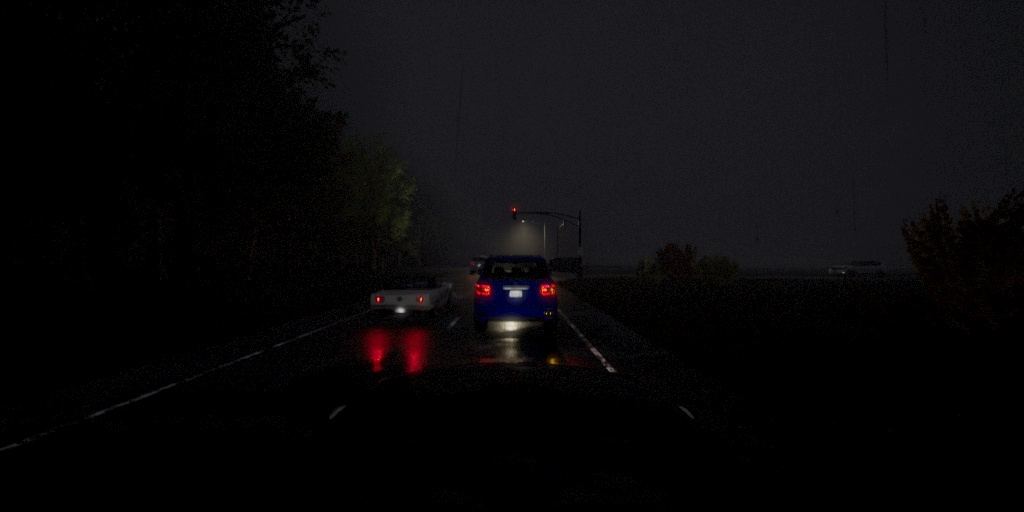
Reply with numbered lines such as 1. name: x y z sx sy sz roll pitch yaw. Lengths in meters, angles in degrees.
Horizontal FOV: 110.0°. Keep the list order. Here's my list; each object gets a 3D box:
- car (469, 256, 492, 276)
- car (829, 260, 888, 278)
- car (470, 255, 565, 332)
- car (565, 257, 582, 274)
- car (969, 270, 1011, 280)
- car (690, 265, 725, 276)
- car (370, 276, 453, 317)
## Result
1. car: -3.434 1.029 40.556 2.150 2.045 5.566 0 0 0
2. car: 40.842 1.528 42.347 5.566 2.045 2.150 1 -1 0
3. car: 0.092 0.986 11.105 2.150 2.045 5.566 0 0 0
4. car: 5.839 1.179 44.660 5.566 2.045 2.150 1 0 28
5. car: 52.079 1.928 38.679 4.181 1.385 1.994 1 -1 1
6. car: 23.391 1.619 42.413 4.892 1.490 1.837 0 -1 0
7. car: -3.410 1.368 13.181 1.895 1.301 4.718 0 0 0
